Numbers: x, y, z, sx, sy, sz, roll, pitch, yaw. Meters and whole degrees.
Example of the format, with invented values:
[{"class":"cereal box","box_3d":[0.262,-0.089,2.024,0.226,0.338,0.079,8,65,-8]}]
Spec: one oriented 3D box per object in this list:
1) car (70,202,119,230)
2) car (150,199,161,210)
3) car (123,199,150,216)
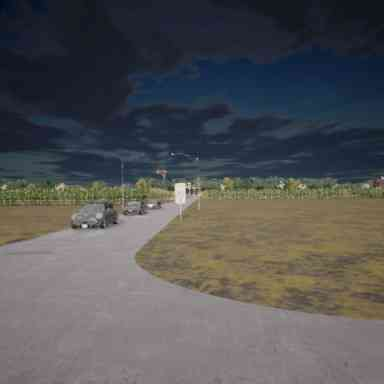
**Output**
[{"class":"car","box_3d":[-6.501,1.516,22.545,2.097,1.767,4.553,-2,0,2]},{"class":"car","box_3d":[-5.636,1.790,48.562,2.128,1.511,4.902,-2,0,2]},{"class":"car","box_3d":[-6.085,1.733,35.702,1.837,1.490,4.892,-2,-1,2]}]
